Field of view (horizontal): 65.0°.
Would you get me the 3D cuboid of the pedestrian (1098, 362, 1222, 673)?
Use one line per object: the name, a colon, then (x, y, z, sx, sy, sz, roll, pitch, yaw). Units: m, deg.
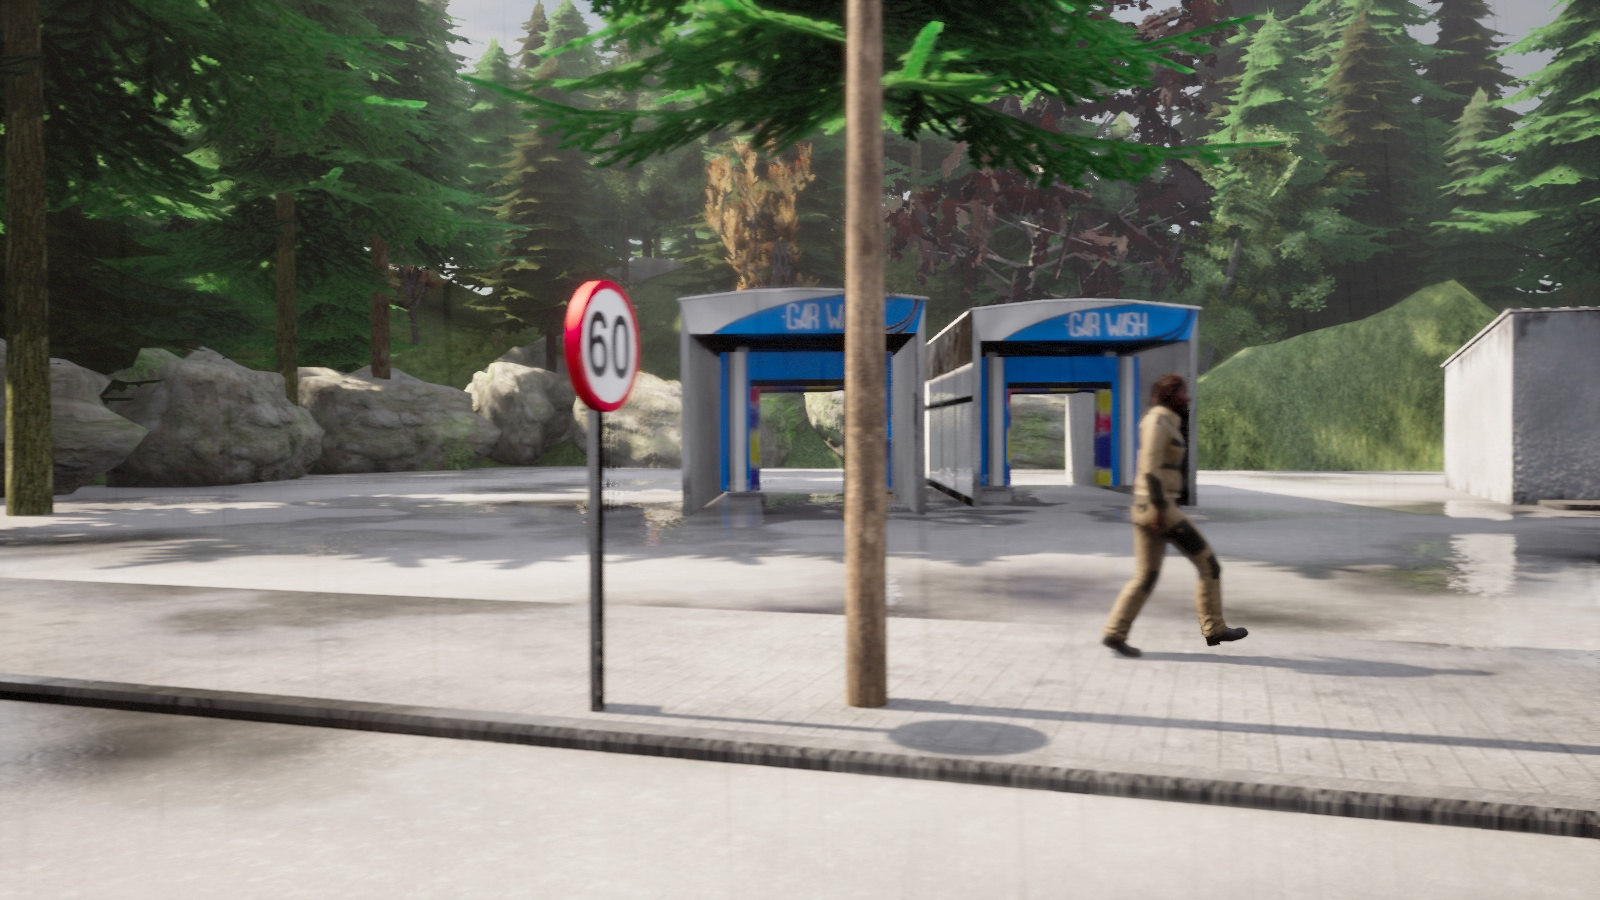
pedestrian: (2.285, 0.416, 8.019, 0.692, 1.930, 0.396, 0, 1, 8)
